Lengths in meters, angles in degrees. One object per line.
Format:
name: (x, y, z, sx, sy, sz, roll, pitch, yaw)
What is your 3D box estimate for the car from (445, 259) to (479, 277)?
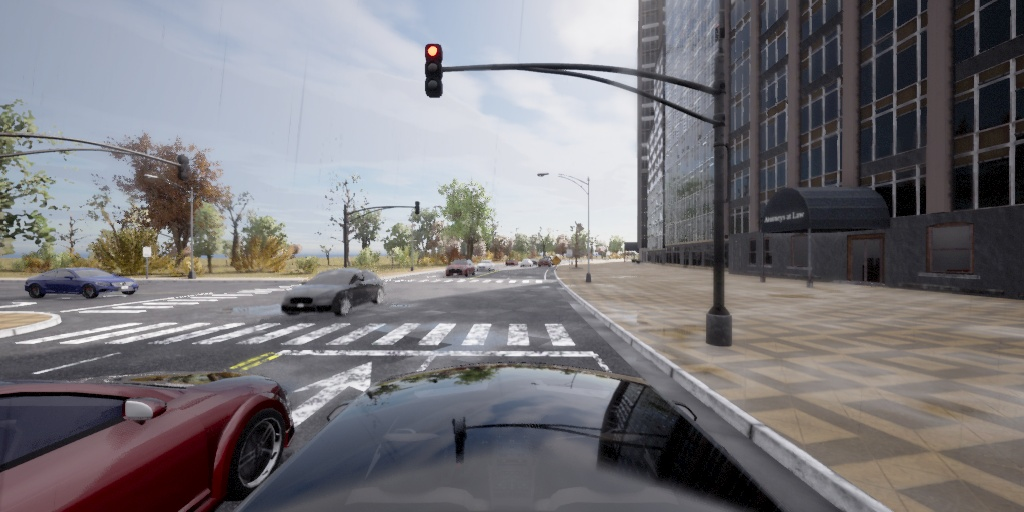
car: (-4.974, 1.100, 35.004, 2.097, 1.767, 4.553, 0, 0, 6)

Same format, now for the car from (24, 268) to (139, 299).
car: (-21.665, 1.323, 18.076, 4.674, 1.442, 1.812, 0, 0, 4)

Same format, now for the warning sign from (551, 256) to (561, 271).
warning sign: (5.419, 0.869, 43.943, 1.300, 1.860, 1.060, 0, 0, 7)

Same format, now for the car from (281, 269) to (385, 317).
car: (-6.350, 1.253, 13.342, 1.837, 1.490, 4.892, 0, 0, 2)

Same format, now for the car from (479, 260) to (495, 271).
car: (-3.525, 1.277, 48.205, 1.812, 1.442, 4.674, 0, 1, 7)

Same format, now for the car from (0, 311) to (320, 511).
car: (-3.108, 1.314, 1.797, 1.994, 1.385, 4.181, 0, 0, 0)
